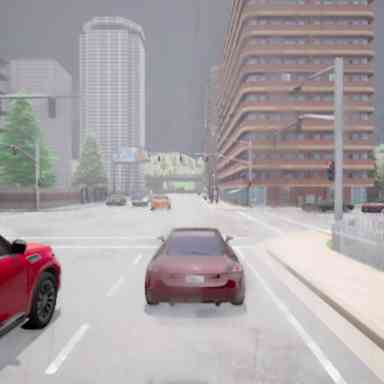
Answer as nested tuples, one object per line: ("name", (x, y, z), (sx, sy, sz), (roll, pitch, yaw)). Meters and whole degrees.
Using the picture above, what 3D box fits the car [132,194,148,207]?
("car", (-7.184, 1.372, 46.549), (1.895, 1.301, 4.718), (0, 0, 0))

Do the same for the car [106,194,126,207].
("car", (-10.683, 1.121, 46.982), (2.097, 1.767, 4.553), (0, 0, 0))

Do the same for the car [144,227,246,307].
("car", (0.076, 1.524, 7.980), (1.994, 1.385, 4.181), (0, 0, 1))

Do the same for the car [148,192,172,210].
("car", (-3.483, 1.163, 38.810), (2.097, 1.767, 4.553), (0, 0, 0))

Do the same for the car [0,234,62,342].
("car", (-3.439, 1.203, 3.695), (2.150, 2.045, 5.566), (0, 0, 0))

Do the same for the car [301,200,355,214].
("car", (12.980, 1.388, 31.911), (4.718, 1.301, 1.895), (0, 0, -14))

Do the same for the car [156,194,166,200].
("car", (-7.162, 1.139, 77.622), (1.812, 1.442, 4.674), (0, 0, 0))

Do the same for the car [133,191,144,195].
("car", (-10.641, 0.892, 67.341), (2.150, 2.045, 5.566), (0, 0, 0))

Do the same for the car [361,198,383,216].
("car", (17.382, 1.276, 29.616), (5.008, 1.535, 1.882), (0, 0, -21))
